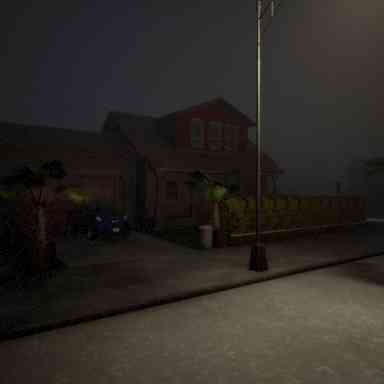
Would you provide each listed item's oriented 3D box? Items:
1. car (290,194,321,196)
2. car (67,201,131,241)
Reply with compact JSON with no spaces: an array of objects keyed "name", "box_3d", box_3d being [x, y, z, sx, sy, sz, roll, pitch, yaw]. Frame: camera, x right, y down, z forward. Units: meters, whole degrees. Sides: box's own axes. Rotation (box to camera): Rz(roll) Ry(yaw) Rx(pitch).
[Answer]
[{"name":"car","box_3d":[11.153,1.220,30.593,2.150,2.045,5.566,0,0,-36]},{"name":"car","box_3d":[-4.112,1.174,14.537,1.845,1.501,3.633,0,0,-38]}]
